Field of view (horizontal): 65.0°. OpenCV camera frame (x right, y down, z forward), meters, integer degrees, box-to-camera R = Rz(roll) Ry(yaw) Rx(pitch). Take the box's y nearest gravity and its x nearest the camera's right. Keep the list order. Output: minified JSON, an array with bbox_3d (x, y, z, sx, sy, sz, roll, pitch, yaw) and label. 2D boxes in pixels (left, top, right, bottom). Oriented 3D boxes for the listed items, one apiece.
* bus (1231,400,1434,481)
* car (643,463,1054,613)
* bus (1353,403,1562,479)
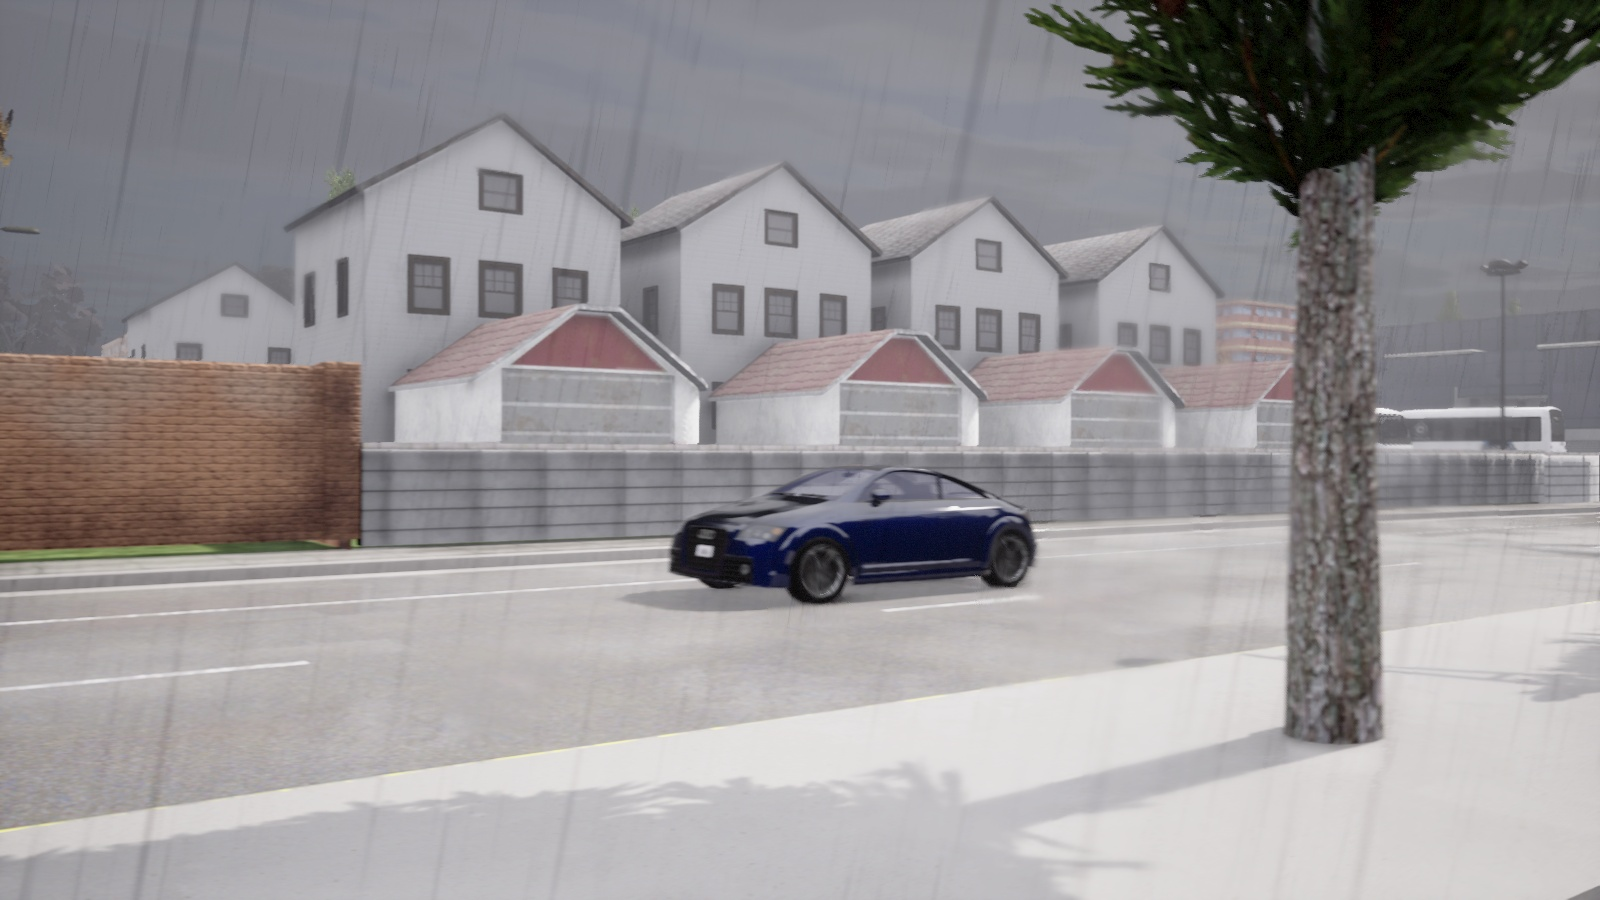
[{"bbox_3d":[30.177,-0.480,71.772,3.944,4.253,10.273,0,0,-33],"label":"bus"},{"bbox_3d":[0.597,0.847,13.841,4.181,1.385,1.994,0,0,-35],"label":"car"},{"bbox_3d":[38.870,-0.488,74.644,3.944,4.253,10.273,0,0,-44],"label":"bus"}]
